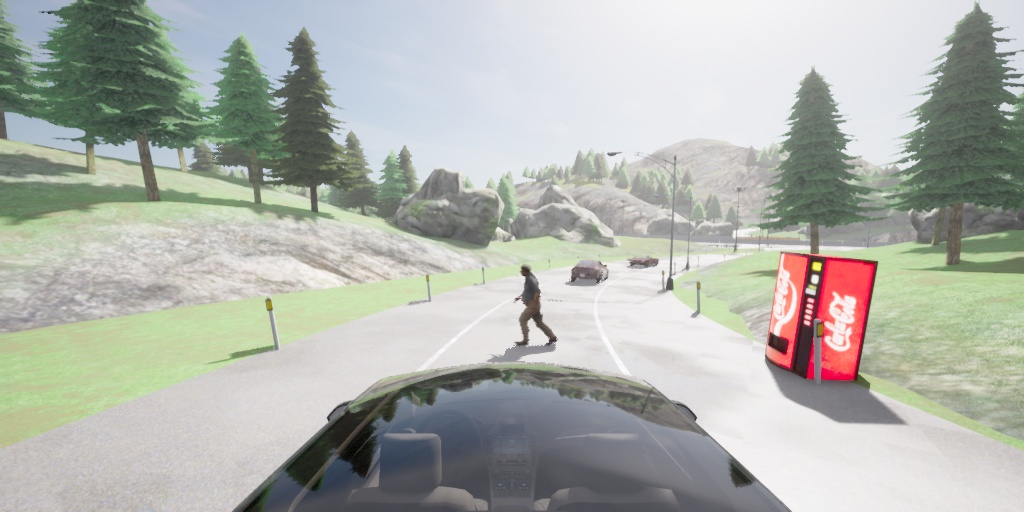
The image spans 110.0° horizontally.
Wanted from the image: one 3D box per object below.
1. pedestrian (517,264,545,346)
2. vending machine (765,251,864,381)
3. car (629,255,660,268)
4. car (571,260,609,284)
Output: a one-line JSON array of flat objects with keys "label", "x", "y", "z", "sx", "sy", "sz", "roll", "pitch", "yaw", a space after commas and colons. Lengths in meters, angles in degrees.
[{"label": "pedestrian", "x": 0.383, "y": 1.016, "z": 7.591, "sx": 0.375, "sy": 1.860, "sz": 0.375, "roll": -4, "pitch": 5, "yaw": 7}, {"label": "vending machine", "x": 5.229, "y": 0.963, "z": 6.372, "sx": 1.100, "sy": 2.100, "sz": 0.880, "roll": 0, "pitch": 0, "yaw": 6}, {"label": "car", "x": 14.480, "y": 0.497, "z": 39.041, "sx": 1.895, "sy": 1.301, "sz": 4.718, "roll": 4, "pitch": 5, "yaw": 39}, {"label": "car", "x": 5.299, "y": 0.956, "z": 24.110, "sx": 1.812, "sy": 1.442, "sz": 4.674, "roll": 2, "pitch": 2, "yaw": 24}]
